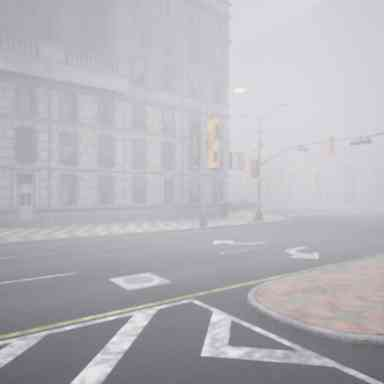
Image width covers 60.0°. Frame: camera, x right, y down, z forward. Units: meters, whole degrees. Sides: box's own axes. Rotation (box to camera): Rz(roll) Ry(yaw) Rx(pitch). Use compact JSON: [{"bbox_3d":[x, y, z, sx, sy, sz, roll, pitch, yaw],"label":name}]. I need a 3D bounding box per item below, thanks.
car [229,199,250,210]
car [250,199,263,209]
[{"bbox_3d":[4.873,1.621,44.924,2.033,1.411,5.357,0,0,-36],"label":"car"},{"bbox_3d":[7.890,1.647,46.737,1.994,1.385,4.181,0,0,-36],"label":"car"}]
